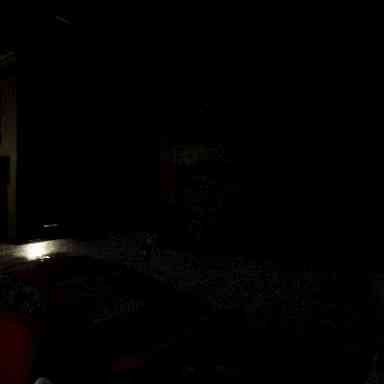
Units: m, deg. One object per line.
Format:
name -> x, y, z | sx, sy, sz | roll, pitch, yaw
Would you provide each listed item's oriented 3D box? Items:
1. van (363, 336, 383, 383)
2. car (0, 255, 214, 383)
van -> 2.751, 1.343, 1.118 | 3.998, 1.788, 1.690 | 0, 0, 35
car -> -1.859, 1.538, 4.404 | 4.507, 1.381, 1.887 | 0, 0, 35
